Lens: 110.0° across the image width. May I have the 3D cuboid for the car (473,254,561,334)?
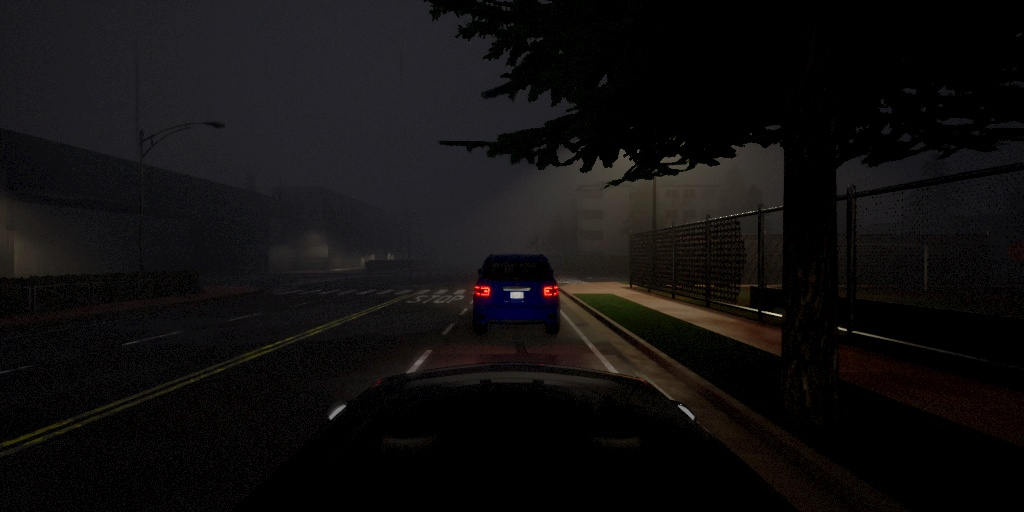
[{"bbox_3d":[0.115,0.972,10.727,2.150,2.045,5.566,0,0,0],"label":"car"}]

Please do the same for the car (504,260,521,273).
[{"bbox_3d":[0.025,1.242,45.602,2.128,1.511,4.902,0,0,0],"label":"car"}]
